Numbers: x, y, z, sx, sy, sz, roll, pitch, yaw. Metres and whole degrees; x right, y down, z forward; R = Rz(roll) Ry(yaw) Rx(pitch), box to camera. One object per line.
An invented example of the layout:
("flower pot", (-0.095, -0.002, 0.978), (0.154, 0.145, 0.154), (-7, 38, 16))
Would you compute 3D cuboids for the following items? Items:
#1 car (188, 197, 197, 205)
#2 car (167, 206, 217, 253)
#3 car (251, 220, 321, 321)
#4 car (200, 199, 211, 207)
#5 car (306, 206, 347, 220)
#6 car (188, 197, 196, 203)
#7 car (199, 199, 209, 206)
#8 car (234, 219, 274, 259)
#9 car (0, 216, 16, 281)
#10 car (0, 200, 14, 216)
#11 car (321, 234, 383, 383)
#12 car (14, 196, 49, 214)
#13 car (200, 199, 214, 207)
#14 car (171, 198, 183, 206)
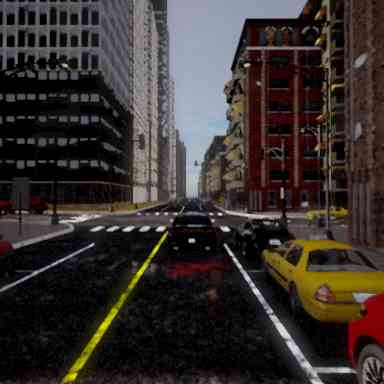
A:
("car", (-0.005, 2.309, 75.877), (1.895, 1.301, 4.718), (0, -1, 0))
("car", (0.015, 1.615, 14.479), (1.882, 1.535, 5.008), (0, 0, 1))
("car", (2.691, 1.596, 7.381), (1.752, 1.417, 4.829), (0, -1, 0))
("car", (2.686, 2.210, 67.831), (2.008, 1.369, 4.403), (0, -1, 0))
("car", (14.640, 2.168, 35.231), (4.829, 1.417, 1.752), (1, -2, 0))
("car", (-0.005, 2.170, 87.516), (1.882, 1.535, 5.008), (0, -1, 0))
("car", (2.686, 2.268, 73.479), (2.008, 1.369, 4.403), (0, -1, 0))
("car", (2.690, 1.688, 12.893), (1.947, 1.339, 4.313), (0, -1, 0))
("car", (-5.689, 1.509, 7.209), (1.967, 1.590, 4.097), (0, -1, 0))
("car", (-17.561, 1.260, 26.581), (5.009, 1.841, 2.192), (1, -2, 0))
("car", (2.691, 1.331, 1.531), (2.192, 1.841, 5.009), (0, -1, 0))
("car", (-17.696, 1.358, 34.958), (5.009, 1.841, 2.192), (1, -2, 0))
("car", (2.737, 2.112, 54.914), (1.802, 1.307, 4.206), (0, -1, 0))
("car", (-3.006, 2.247, 73.992), (2.128, 1.511, 4.902), (0, -1, 0))
